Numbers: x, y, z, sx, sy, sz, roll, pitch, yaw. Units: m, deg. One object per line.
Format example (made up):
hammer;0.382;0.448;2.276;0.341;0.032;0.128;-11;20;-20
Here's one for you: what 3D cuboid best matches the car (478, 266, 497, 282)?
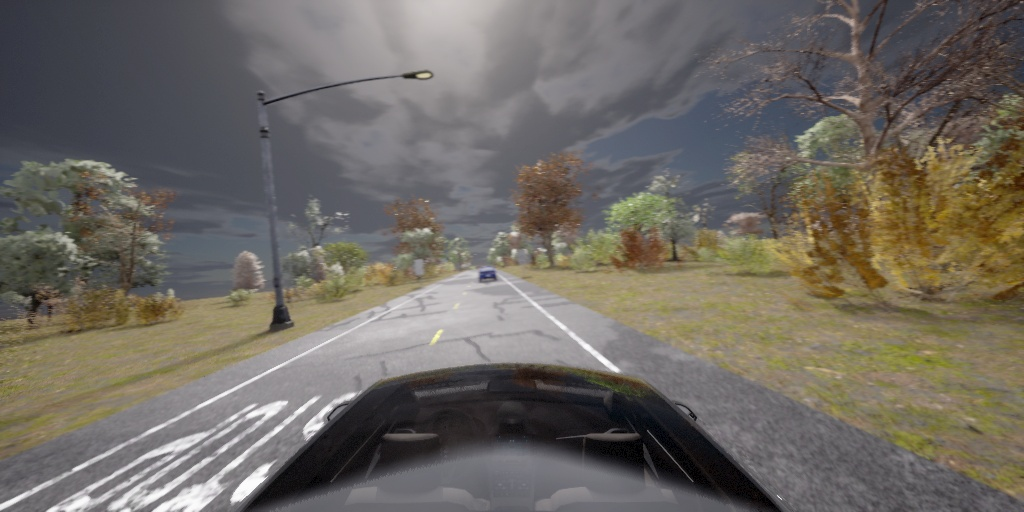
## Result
car;-2.643;1.896;39.005;1.882;1.535;5.008;-6;0;-4
